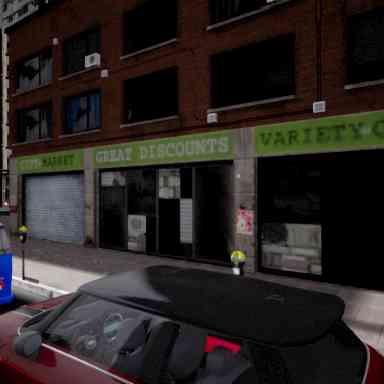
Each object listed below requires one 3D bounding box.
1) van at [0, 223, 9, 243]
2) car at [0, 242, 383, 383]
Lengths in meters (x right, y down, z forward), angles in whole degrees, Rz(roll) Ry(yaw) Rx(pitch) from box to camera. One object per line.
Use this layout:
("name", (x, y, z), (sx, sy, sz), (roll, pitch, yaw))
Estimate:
("van", (-5.084, 1.343, 6.357), (3.998, 1.788, 1.690), (0, 0, 36))
("car", (-0.453, 1.440, 3.050), (4.097, 1.590, 1.967), (0, 0, 36))
